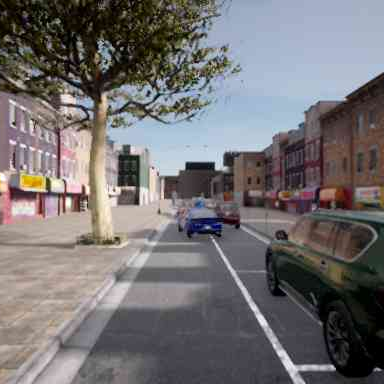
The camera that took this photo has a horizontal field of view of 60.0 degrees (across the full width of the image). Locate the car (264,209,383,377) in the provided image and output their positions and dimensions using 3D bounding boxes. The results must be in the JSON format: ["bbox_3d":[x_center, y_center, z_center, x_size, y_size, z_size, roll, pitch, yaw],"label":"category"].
[{"bbox_3d":[2.873,1.299,5.800,2.150,2.045,5.566,0,-1,-1],"label":"car"}]

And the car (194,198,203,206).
[{"bbox_3d":[1.433,2.246,73.716,1.967,1.590,4.097,1,-1,-1],"label":"car"}]

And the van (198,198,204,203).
[{"bbox_3d":[1.977,1.777,40.480,1.690,1.788,3.998,1,-1,-1],"label":"van"}]

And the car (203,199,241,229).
[{"bbox_3d":[2.247,1.576,23.861,2.192,1.841,5.009,1,-1,-1],"label":"car"}]

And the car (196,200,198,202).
[{"bbox_3d":[1.883,2.060,46.017,1.947,1.339,4.313,1,-1,-1],"label":"car"}]

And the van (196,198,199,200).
[{"bbox_3d":[1.615,2.018,62.638,1.690,1.788,3.998,1,-1,-1],"label":"van"}]

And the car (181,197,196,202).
[{"bbox_3d":[-0.815,1.935,54.691,2.097,1.767,4.553,0,-1,-1],"label":"car"}]

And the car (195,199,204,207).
[{"bbox_3d":[1.519,2.268,68.346,1.752,1.417,4.829,1,-1,-1],"label":"car"}]

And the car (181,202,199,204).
[{"bbox_3d":[-0.500,1.969,34.670,1.895,1.301,4.718,0,-1,-1],"label":"car"}]

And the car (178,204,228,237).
[{"bbox_3d":[0.370,1.687,19.466,1.882,1.535,5.008,0,0,-10],"label":"car"}]

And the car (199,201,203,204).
[{"bbox_3d":[2.064,1.922,34.938,1.887,1.381,4.507,1,-1,-1],"label":"car"}]
